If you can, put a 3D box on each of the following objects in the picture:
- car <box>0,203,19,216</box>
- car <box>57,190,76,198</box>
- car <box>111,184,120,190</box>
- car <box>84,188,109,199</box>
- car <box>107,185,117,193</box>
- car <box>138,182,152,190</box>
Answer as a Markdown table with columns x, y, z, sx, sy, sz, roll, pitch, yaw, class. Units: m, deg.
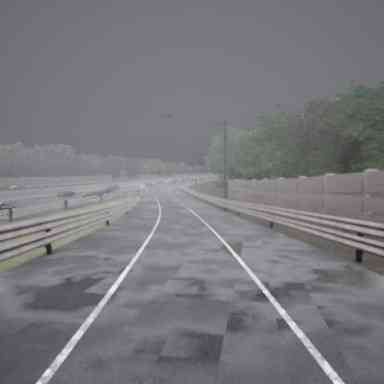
| x | y | z | sx | sy | sz | roll | pitch | yaw | class |
| --- | --- | --- | --- | --- | --- | --- | --- | --- | --- |
| -22.426 | 1.991 | 38.923 | 1.837 | 1.490 | 4.892 | 0 | 4 | 10 | car |
| -24.674 | 0.333 | 65.573 | 2.128 | 1.511 | 4.902 | 0 | 4 | 10 | car |
| -20.640 | -1.230 | 87.653 | 2.097 | 1.767 | 4.553 | 0 | 4 | 10 | car |
| -18.148 | 0.501 | 62.344 | 2.033 | 1.411 | 5.357 | 0 | 4 | 10 | car |
| -19.435 | -0.229 | 74.782 | 2.033 | 1.411 | 5.357 | 0 | 4 | 10 | car |
| -13.122 | -1.231 | 89.863 | 1.812 | 1.442 | 4.674 | 0 | 4 | 10 | car |
